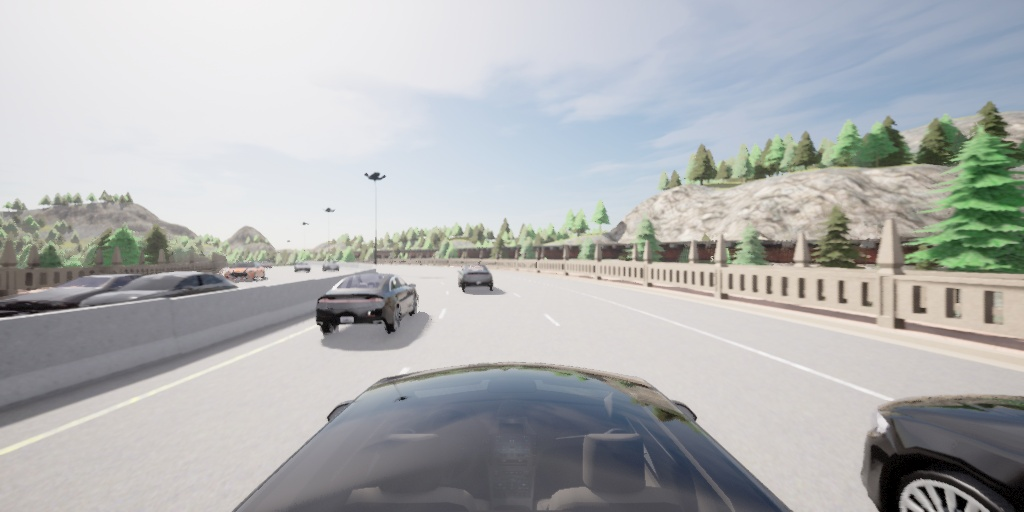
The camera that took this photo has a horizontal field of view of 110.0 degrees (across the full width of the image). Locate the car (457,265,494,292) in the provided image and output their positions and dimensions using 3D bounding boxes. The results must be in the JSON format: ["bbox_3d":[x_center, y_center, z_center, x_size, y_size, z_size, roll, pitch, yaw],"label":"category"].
[{"bbox_3d":[-2.302,1.277,22.000,2.128,1.511,4.902,0,0,-11],"label":"car"}]

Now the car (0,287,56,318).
[{"bbox_3d":[-15.069,1.396,13.433,2.033,1.411,5.357,0,0,-8],"label":"car"}]

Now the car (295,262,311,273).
[{"bbox_3d":[-29.624,1.597,50.755,2.033,1.411,5.357,-1,0,-33],"label":"car"}]

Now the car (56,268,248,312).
[{"bbox_3d":[-11.431,1.329,12.048,1.837,1.490,4.892,0,0,-7],"label":"car"}]

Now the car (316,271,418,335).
[{"bbox_3d":[-4.060,1.273,10.735,2.128,1.511,4.902,0,0,-5],"label":"car"}]

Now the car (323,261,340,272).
[{"bbox_3d":[-25.996,1.503,51.495,2.128,1.511,4.902,-1,0,-33],"label":"car"}]

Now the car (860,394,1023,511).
[{"bbox_3d":[3.431,1.225,0.562,2.128,1.511,4.902,0,0,0],"label":"car"}]

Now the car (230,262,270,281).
[{"bbox_3d":[-23.762,1.314,32.114,2.097,1.767,4.553,0,0,-22],"label":"car"}]
